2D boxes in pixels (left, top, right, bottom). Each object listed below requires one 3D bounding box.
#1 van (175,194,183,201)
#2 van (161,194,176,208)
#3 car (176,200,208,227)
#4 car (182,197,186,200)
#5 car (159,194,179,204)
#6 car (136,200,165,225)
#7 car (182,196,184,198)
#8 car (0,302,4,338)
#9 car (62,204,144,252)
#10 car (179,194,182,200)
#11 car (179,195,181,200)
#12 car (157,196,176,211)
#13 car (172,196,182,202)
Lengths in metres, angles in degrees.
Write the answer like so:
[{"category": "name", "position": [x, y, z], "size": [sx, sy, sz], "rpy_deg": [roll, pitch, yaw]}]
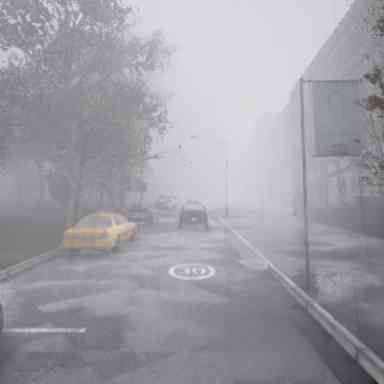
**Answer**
[{"category": "van", "position": [-3.633, 1.493, 92.030], "size": [1.878, 1.987, 4.442], "rpy_deg": [0, 0, 2]}, {"category": "van", "position": [-3.640, 1.385, 53.037], "size": [1.878, 1.987, 4.442], "rpy_deg": [0, 0, 2]}, {"category": "car", "position": [0.104, 1.548, 23.305], "size": [1.882, 1.535, 5.008], "rpy_deg": [0, 0, 0]}, {"category": "car", "position": [0.107, 1.655, 41.581], "size": [2.033, 1.411, 5.357], "rpy_deg": [0, 0, 0]}, {"category": "car", "position": [-3.644, 1.348, 47.379], "size": [2.435, 2.045, 5.566], "rpy_deg": [0, 0, 2]}, {"category": "car", "position": [-3.647, 1.584, 25.096], "size": [2.163, 1.488, 4.792], "rpy_deg": [0, 0, 2]}, {"category": "car", "position": [-3.641, 1.544, 75.170], "size": [2.185, 1.767, 4.553], "rpy_deg": [0, 0, 2]}, {"category": "car", "position": [-3.653, 1.491, 2.776], "size": [2.231, 1.521, 4.892], "rpy_deg": [0, 0, 2]}, {"category": "car", "position": [-3.643, 1.523, 14.110], "size": [1.946, 1.575, 5.366], "rpy_deg": [0, 0, 2]}, {"category": "car", "position": [-3.642, 1.637, 64.055], "size": [2.097, 1.535, 5.008], "rpy_deg": [0, 0, 2]}, {"category": "car", "position": [-3.635, 1.621, 58.675], "size": [1.946, 1.575, 5.366], "rpy_deg": [0, 0, 2]}, {"category": "car", "position": [-3.646, 1.588, 41.774], "size": [2.097, 1.535, 5.008], "rpy_deg": [0, 0, 2]}, {"category": "car", "position": [-3.639, 1.726, 80.769], "size": [2.002, 1.452, 4.674], "rpy_deg": [0, 0, 2]}]
